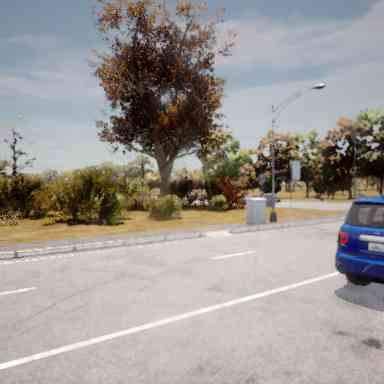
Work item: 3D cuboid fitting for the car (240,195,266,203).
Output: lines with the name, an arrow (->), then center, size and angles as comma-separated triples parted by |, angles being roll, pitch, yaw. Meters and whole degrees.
car -> 7.792, 1.107, 47.283 | 1.812, 1.442, 4.674 | -1, 1, -33

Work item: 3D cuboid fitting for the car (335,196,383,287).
car -> 5.628, 1.110, 7.764 | 5.566, 2.045, 2.150 | 0, 0, -36

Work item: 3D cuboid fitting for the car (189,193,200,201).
car -> 0.949, 0.949, 64.081 | 2.128, 1.511, 4.902 | -1, 1, -34

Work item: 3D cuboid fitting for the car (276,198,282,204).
car -> 10.683, 1.085, 49.273 | 2.033, 1.411, 5.357 | -1, 1, -32
